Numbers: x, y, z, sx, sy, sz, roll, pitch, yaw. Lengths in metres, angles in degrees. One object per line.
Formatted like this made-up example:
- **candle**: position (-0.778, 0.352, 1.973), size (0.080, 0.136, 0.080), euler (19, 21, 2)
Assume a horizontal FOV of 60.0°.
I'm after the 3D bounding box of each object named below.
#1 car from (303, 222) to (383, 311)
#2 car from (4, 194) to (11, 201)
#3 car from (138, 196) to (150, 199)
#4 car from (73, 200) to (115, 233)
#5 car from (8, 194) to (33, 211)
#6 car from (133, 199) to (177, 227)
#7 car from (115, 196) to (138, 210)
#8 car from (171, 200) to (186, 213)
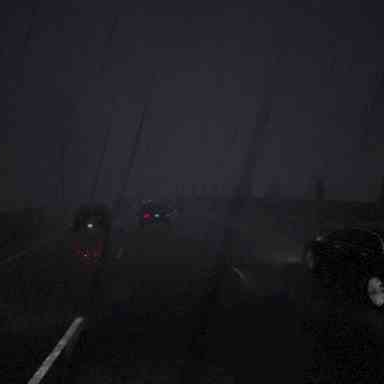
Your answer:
- **car**: position (4.218, 1.459, 7.676), size (1.837, 1.490, 4.892), euler (0, 0, -5)
- **car**: position (-39.395, 1.139, 71.573), size (1.812, 1.442, 4.674), euler (0, 0, -33)
- **car**: position (-6.844, 1.286, 45.108), size (1.837, 1.490, 4.892), euler (0, 0, -26)
- **car**: position (-5.593, 1.416, 19.060), size (1.837, 1.490, 4.892), euler (0, 0, -11)
- **car**: position (-18.763, 1.335, 36.884), size (2.128, 1.511, 4.902), euler (0, 0, -25)
- **car**: position (-2.626, 1.438, 22.157), size (2.033, 1.411, 5.357), euler (0, 0, -13)
- **car**: position (-8.339, 1.303, 39.622), size (2.128, 1.511, 4.902), euler (0, 0, -23)
- **car**: position (-2.209, 1.434, 33.488), size (1.895, 1.301, 4.718), euler (0, 0, -19)
